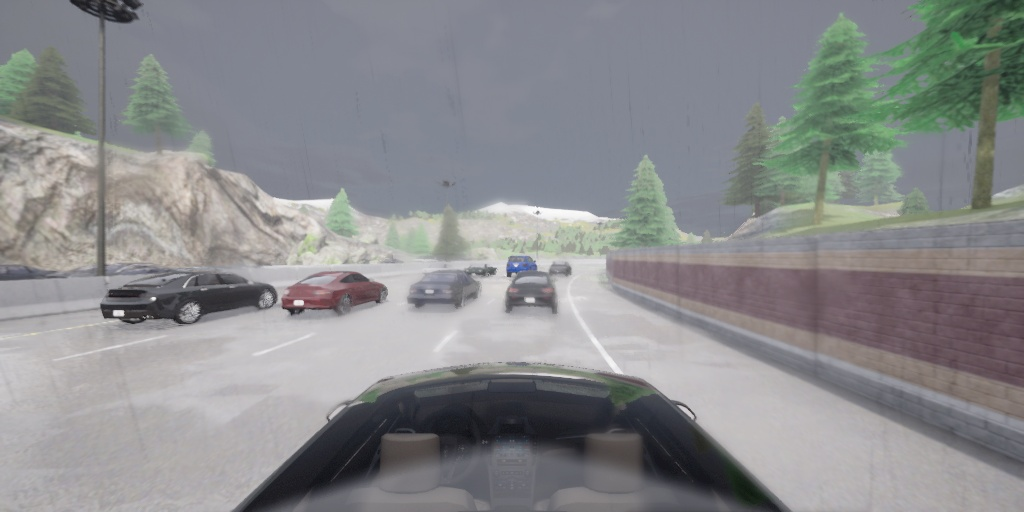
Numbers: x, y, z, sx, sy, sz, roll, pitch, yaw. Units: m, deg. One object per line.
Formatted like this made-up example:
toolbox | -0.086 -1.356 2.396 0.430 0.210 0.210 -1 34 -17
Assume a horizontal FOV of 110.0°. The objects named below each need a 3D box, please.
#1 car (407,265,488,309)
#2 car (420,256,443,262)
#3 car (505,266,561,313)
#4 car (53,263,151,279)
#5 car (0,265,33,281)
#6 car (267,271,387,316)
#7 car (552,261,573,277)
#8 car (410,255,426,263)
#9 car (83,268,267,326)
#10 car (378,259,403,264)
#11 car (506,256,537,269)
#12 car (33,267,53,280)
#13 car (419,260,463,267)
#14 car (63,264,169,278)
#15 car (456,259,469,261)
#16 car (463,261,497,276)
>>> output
car | -2.617 1.291 15.027 2.033 1.411 5.357 0 0 6
car | -12.710 1.209 60.242 2.128 1.511 4.902 0 0 23
car | 0.819 1.279 13.931 1.812 1.442 4.674 0 0 5
car | -23.113 1.173 21.511 2.128 1.511 4.902 0 0 8
car | -30.279 1.207 20.981 2.033 1.411 5.357 0 0 7
car | -6.281 1.258 13.170 1.812 1.442 4.674 0 0 5
car | 4.965 1.260 35.941 2.128 1.511 4.902 0 0 15
car | -15.417 0.930 62.836 2.150 2.045 5.566 0 0 23
car | -9.909 1.226 11.618 1.837 1.490 4.892 0 0 4
car | -20.347 1.198 60.051 1.837 1.490 4.892 0 0 21
car | 1.030 0.978 34.888 2.150 2.045 5.566 0 0 15
car | -26.450 1.235 22.800 1.994 1.385 4.181 0 0 8
car | -6.502 1.334 33.550 1.895 1.301 4.718 0 0 13
car | -19.914 1.292 19.191 1.895 1.301 4.718 0 0 7
car | -8.704 1.221 60.759 2.128 1.511 4.902 0 0 23
car | -2.828 1.346 33.876 1.895 1.301 4.718 0 0 14
